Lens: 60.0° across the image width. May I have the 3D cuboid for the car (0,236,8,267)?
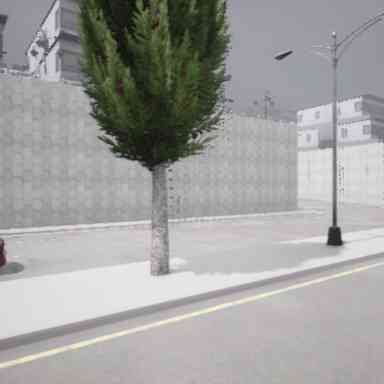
[{"bbox_3d":[-7.189,1.569,8.690,4.181,1.385,1.994,0,0,-35],"label":"car"}]
